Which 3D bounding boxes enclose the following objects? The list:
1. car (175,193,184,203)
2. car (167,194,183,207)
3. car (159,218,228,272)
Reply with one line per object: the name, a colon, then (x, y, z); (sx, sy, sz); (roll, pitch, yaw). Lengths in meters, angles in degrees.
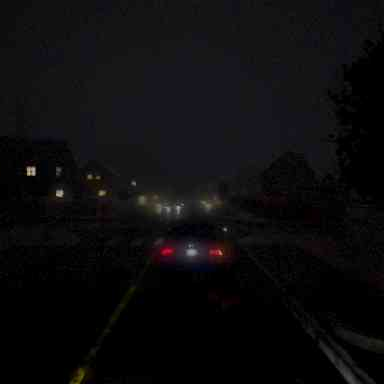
car: (-2.741, 1.298, 68.640); (2.150, 2.045, 5.566); (0, 0, 0)
car: (-2.821, 1.509, 51.669); (1.837, 1.490, 4.892); (0, 0, 0)
car: (0.162, 1.536, 10.697); (2.033, 1.411, 5.357); (0, 0, 4)
